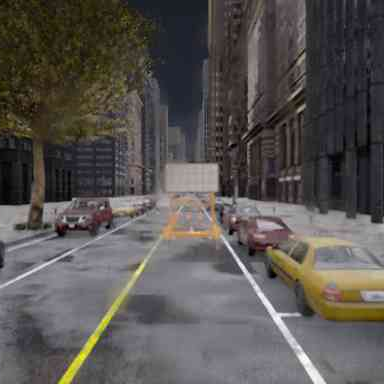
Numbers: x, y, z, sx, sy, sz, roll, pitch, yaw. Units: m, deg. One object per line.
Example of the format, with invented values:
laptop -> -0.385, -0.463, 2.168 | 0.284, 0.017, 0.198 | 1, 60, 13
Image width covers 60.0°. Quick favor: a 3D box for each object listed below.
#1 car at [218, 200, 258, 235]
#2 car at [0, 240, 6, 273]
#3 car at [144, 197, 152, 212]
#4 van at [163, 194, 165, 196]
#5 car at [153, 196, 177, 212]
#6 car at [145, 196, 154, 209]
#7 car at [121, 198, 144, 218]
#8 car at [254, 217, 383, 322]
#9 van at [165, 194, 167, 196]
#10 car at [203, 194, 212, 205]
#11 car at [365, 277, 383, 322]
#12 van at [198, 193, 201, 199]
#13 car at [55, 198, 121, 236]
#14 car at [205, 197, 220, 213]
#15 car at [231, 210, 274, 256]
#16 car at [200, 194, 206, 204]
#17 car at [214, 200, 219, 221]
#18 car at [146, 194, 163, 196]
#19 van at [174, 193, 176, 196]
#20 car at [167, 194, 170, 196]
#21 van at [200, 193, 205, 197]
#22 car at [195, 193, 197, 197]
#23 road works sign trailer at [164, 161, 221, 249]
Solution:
car -> 2.764, 1.419, 18.464 | 1.967, 1.590, 4.097 | 0, 0, 0
car -> -5.762, 1.543, 7.103 | 2.008, 1.369, 4.403 | 0, 0, 0
car -> -5.759, 1.548, 35.490 | 1.802, 1.307, 4.206 | 0, 0, 0
van -> -5.757, 1.294, 52.522 | 1.690, 1.788, 3.998 | 0, 0, 0
car -> -3.087, 1.489, 38.445 | 1.812, 1.442, 4.674 | 0, 0, 0
car -> -5.758, 1.543, 41.167 | 1.802, 1.307, 4.206 | 0, 0, 0
car -> -5.760, 1.496, 29.642 | 1.752, 1.417, 4.829 | 0, 0, 0
car -> 2.763, 1.516, 7.279 | 1.752, 1.417, 4.829 | 0, 0, 0
van -> -5.757, 1.291, 58.199 | 1.690, 1.788, 3.998 | 0, 0, 0
car -> 2.767, 1.401, 41.174 | 1.967, 1.590, 4.097 | 0, 0, 0
car -> 2.762, 1.580, 1.432 | 1.802, 1.307, 4.206 | 0, 0, 0
van -> 2.770, 1.284, 69.563 | 1.690, 1.788, 3.998 | 0, 0, 0
car -> -5.761, 1.295, 18.457 | 2.192, 1.841, 5.009 | 0, 0, 0
car -> 2.766, 1.516, 35.497 | 2.008, 1.369, 4.403 | 0, 0, 0
car -> 2.763, 1.567, 12.787 | 1.802, 1.307, 4.206 | 0, 0, 0
car -> 2.768, 1.503, 52.530 | 2.008, 1.369, 4.403 | 0, 0, 0
car -> 2.765, 1.540, 24.142 | 1.947, 1.339, 4.313 | 0, 0, 0
car -> -5.758, 1.272, 46.844 | 2.192, 1.841, 5.009 | 0, 0, 0
van -> -5.753, 1.279, 86.587 | 1.690, 1.788, 3.998 | 0, 0, 0
car -> -5.755, 1.526, 69.554 | 1.802, 1.307, 4.206 | 0, 0, 0
van -> 2.768, 1.290, 58.208 | 1.690, 1.788, 3.998 | 0, 0, 0
car -> 2.773, 1.250, 92.273 | 2.192, 1.841, 5.009 | 0, 0, 0
road works sign trailer -> 0.002, 0.448, 14.519 | 2.380, 3.560, 2.880 | 0, 0, 0
